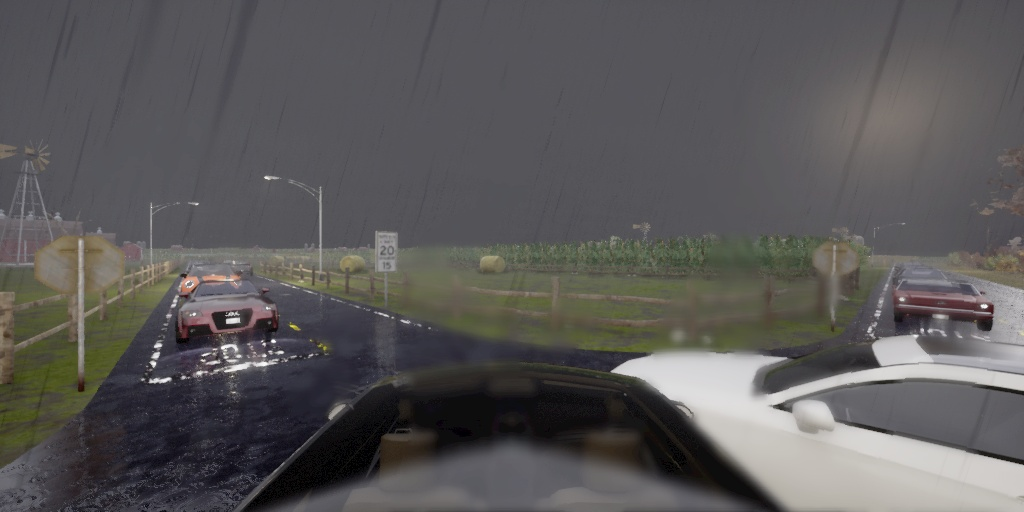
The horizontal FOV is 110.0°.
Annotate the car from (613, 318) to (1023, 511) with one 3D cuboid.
[{"bbox_3d":[2.838,1.294,2.375,1.812,1.442,4.674,0,1,-44],"label":"car"}]

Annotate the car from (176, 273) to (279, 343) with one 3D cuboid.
[{"bbox_3d":[-7.942,1.353,9.961,1.994,1.385,4.181,0,0,-43],"label":"car"}]

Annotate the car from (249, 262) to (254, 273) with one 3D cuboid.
[{"bbox_3d":[-26.985,1.275,35.672,2.128,1.511,4.902,0,0,-41],"label":"car"}]

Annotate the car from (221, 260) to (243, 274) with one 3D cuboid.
[{"bbox_3d":[-33.707,1.294,43.129,1.837,1.490,4.892,0,0,-41],"label":"car"}]

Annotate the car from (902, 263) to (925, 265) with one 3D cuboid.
[{"bbox_3d":[27.347,1.397,24.257,4.181,1.385,1.994,0,1,-43],"label":"car"}]

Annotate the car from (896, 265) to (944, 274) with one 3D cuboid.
[{"bbox_3d":[20.593,1.360,18.001,5.357,1.411,2.033,0,1,-43],"label":"car"}]

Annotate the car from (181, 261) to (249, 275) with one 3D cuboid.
[{"bbox_3d":[-13.718,1.136,16.443,2.097,1.767,4.553,0,0,-42],"label":"car"}]

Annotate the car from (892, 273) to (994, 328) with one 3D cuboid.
[{"bbox_3d":[13.516,1.396,11.437,4.718,1.301,1.895,0,1,-43],"label":"car"}]
